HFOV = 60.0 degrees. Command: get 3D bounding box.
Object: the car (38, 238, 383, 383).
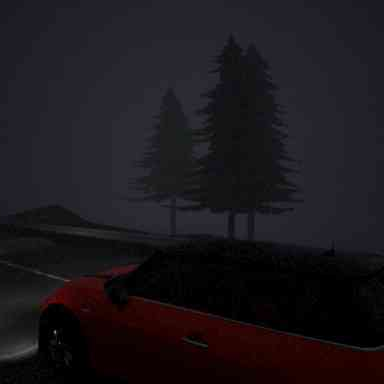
[{"bbox_3d":[0.174,1.353,3.957,4.553,1.767,2.097,0,0,36],"label":"car"}]
